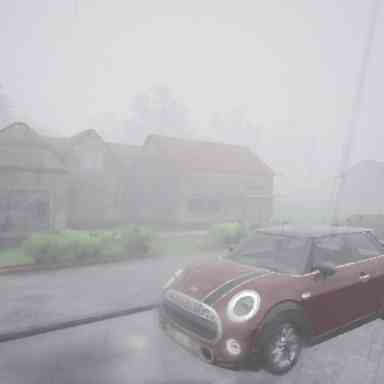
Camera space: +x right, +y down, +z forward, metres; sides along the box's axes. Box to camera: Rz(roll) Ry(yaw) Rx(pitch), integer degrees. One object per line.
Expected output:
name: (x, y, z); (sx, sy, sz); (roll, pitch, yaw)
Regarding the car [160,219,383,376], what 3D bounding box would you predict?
car: (1.713, 1.405, 5.766); (4.553, 1.767, 2.097); (1, 0, -35)
